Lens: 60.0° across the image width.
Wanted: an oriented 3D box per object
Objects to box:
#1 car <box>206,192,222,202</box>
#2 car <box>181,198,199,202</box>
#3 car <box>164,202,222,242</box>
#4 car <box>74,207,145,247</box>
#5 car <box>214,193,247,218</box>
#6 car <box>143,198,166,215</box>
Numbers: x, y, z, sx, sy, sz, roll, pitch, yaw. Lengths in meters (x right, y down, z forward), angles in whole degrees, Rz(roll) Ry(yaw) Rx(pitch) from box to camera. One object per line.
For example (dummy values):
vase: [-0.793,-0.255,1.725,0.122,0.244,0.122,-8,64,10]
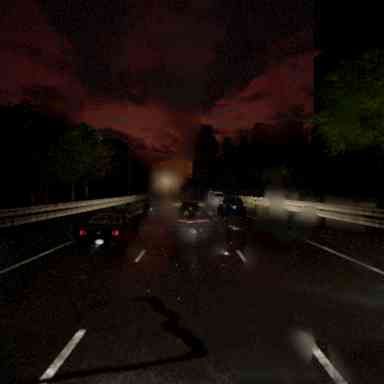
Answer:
car: [3.112,1.028,44.103,2.150,2.045,5.566,0,0,-1]
car: [-0.184,1.390,34.335,1.812,1.442,4.674,0,0,-1]
car: [0.031,1.436,15.953,2.128,1.511,4.902,0,0,0]
car: [-3.458,1.550,14.600,1.895,1.301,4.718,0,0,0]
car: [3.377,1.243,28.679,2.097,1.767,4.553,0,0,0]
car: [-3.657,1.379,32.485,1.837,1.490,4.892,0,0,-1]
